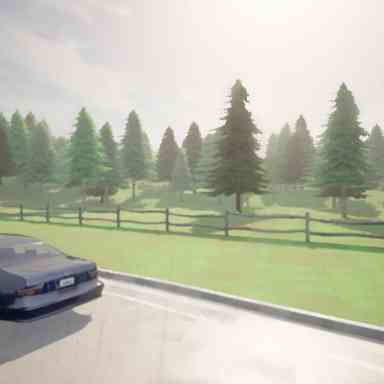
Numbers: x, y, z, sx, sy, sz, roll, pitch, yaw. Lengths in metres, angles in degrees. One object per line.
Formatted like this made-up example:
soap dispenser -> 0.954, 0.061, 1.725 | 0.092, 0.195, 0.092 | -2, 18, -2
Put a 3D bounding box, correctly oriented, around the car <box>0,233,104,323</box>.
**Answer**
car -> -4.312, 1.604, 6.978 | 5.357, 1.411, 2.033 | 0, -1, 30
